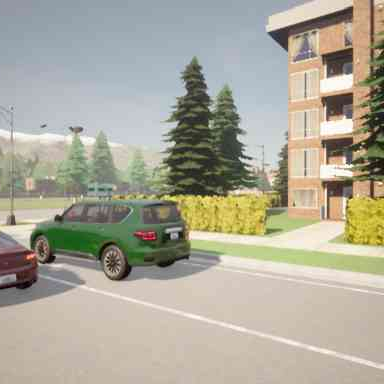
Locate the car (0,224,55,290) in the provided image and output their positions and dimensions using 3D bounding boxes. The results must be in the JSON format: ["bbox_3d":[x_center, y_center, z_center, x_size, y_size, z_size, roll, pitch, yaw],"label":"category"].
[{"bbox_3d":[-5.432,1.522,7.810,4.674,1.442,1.812,0,0,36],"label":"car"}]

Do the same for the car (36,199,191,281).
[{"bbox_3d":[-2.628,1.218,10.103,5.566,2.045,2.150,0,0,36],"label":"car"}]
